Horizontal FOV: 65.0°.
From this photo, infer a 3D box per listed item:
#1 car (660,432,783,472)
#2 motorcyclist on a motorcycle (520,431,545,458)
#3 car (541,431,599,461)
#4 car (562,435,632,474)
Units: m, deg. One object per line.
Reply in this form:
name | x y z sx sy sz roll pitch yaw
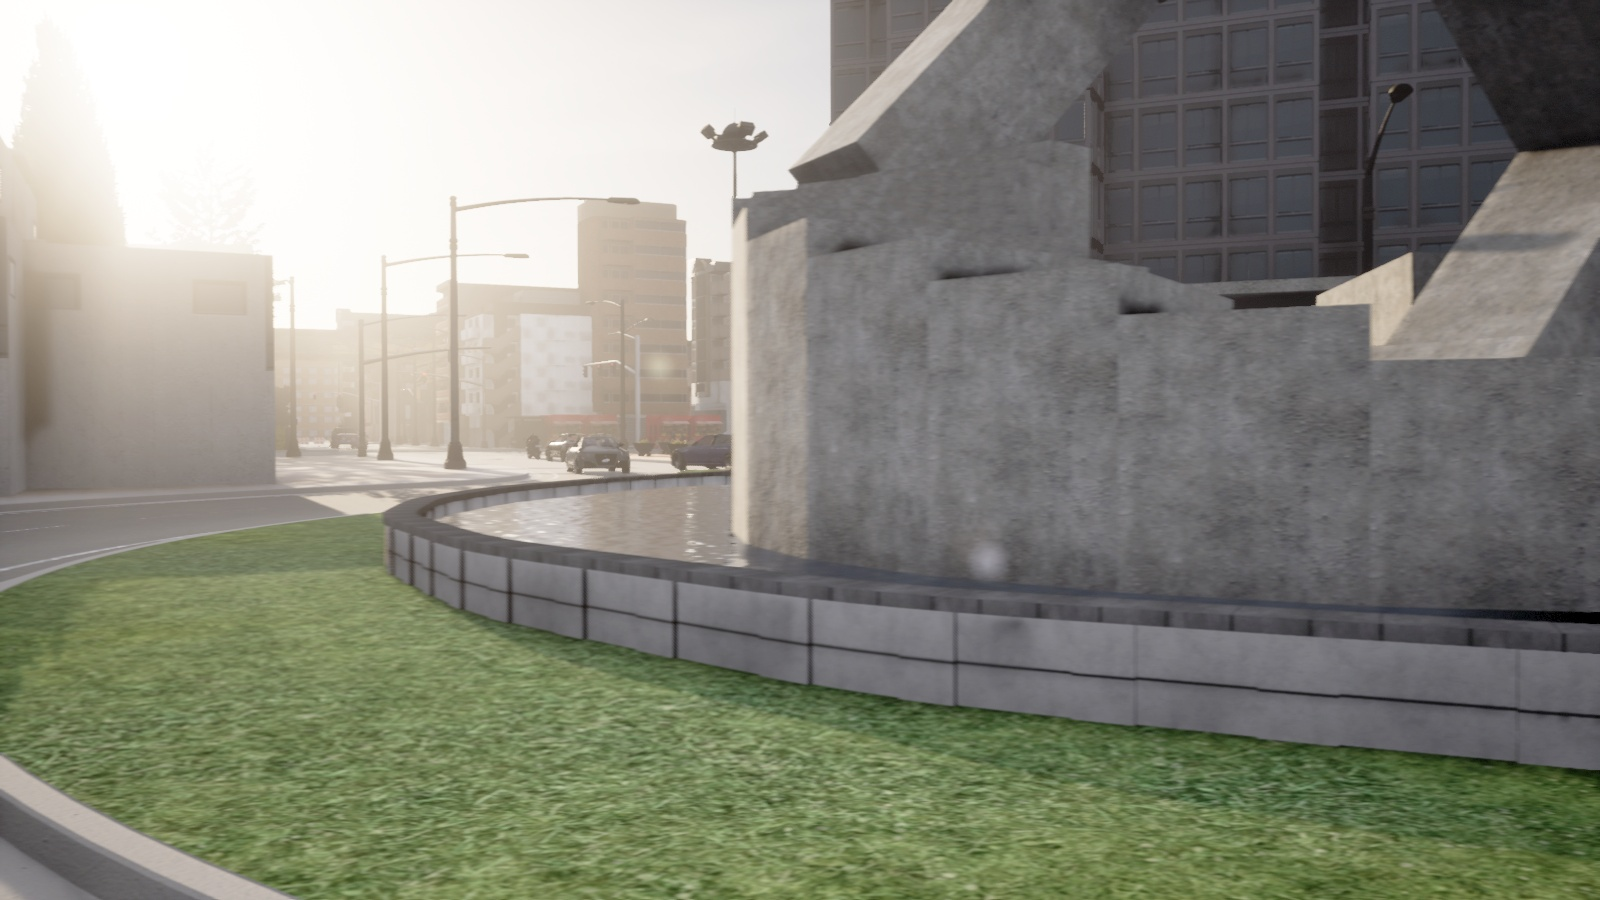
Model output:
car | -3.149 0.043 49.561 4.792 1.488 2.163 1 1 44
motorcyclist on a motorcycle | -15.317 -0.315 71.793 0.866 1.530 2.191 0 1 -27
car | -11.969 -0.220 65.131 1.816 1.474 4.193 0 1 -27
car | -7.718 0.123 47.385 1.994 1.385 4.181 0 1 -18
